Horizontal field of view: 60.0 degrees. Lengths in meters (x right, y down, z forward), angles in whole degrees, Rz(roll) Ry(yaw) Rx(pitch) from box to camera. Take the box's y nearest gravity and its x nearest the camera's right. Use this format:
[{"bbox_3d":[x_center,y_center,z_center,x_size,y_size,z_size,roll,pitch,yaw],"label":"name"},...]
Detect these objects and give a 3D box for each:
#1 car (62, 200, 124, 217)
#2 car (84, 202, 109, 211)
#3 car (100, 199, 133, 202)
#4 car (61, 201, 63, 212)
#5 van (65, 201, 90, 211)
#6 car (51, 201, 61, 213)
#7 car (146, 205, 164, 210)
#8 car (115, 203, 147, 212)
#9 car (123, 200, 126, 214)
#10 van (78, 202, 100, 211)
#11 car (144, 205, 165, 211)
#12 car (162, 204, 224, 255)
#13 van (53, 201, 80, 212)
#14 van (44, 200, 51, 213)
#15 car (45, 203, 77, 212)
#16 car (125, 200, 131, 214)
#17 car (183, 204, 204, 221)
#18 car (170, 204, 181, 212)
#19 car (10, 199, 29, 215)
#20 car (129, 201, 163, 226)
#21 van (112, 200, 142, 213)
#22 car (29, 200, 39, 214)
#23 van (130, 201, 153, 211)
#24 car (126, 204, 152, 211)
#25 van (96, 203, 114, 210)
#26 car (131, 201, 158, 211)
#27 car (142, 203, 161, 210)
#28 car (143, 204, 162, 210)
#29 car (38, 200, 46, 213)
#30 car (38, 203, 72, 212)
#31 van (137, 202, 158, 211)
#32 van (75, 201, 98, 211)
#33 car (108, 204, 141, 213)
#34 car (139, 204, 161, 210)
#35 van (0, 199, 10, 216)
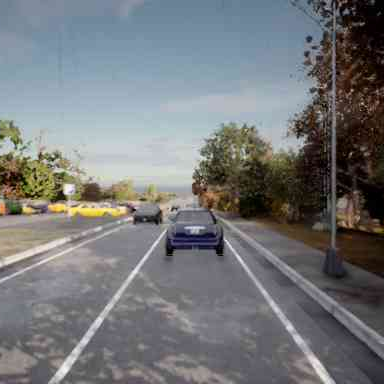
[{"bbox_3d":[-10.150,1.896,34.469,5.366,1.575,1.946,0,-2,0],"label":"car"},{"bbox_3d":[-23.364,3.517,81.619,5.566,2.045,2.435,0,-3,0],"label":"car"},{"bbox_3d":[-10.363,2.039,42.787,4.553,1.767,2.185,0,-2,0],"label":"car"},{"bbox_3d":[-23.401,2.580,53.949,5.008,1.535,2.097,0,-2,0],"label":"car"},{"bbox_3d":[-23.282,2.879,67.923,4.442,1.987,1.878,0,-2,0],"label":"van"},{"bbox_3d":[-23.376,2.356,51.310,4.553,1.767,2.185,0,-2,0],"label":"car"},{"bbox_3d":[-10.300,4.364,92.680,4.892,1.521,2.231,0,-3,0],"label":"car"},{"bbox_3d":[-10.330,2.682,56.649,5.008,1.535,2.097,0,-2,0],"label":"car"},{"bbox_3d":[-10.340,1.980,37.237,4.892,1.521,2.231,0,-2,0],"label":"car"},{"bbox_3d":[-23.511,3.252,76.209,4.442,1.987,1.878,0,-3,0],"label":"van"},{"bbox_3d":[-10.123,4.211,89.908,5.366,1.575,1.946,0,-3,0],"label":"car"},{"bbox_3d":[0.100,1.413,13.727,2.097,1.767,4.553,0,-1,0],"label":"car"},{"bbox_3d":[-23.519,2.671,62.388,4.442,1.987,1.878,0,-2,0],"label":"van"},{"bbox_3d":[-23.525,2.151,48.546,4.442,1.987,1.878,0,-2,0],"label":"van"},{"bbox_3d":[-23.397,2.794,59.611,4.892,1.521,2.231,0,-2,0],"label":"car"},{"bbox_3d":[-10.340,2.067,40.008,5.008,1.535,2.097,0,-2,0],"label":"car"},{"bbox_3d":[0.099,1.871,31.552,1.837,1.490,4.892,0,-1,0],"label":"car"},{"bbox_3d":[-3.259,3.161,66.346,2.033,1.411,5.357,0,-2,0],"label":"car"},{"bbox_3d":[-23.441,1.822,40.245,5.566,2.045,2.435,0,-2,0],"label":"car"},{"bbox_3d":[-3.348,1.722,25.984,1.882,1.535,5.008,0,-1,0],"label":"car"},{"bbox_3d":[-10.443,2.352,53.883,4.442,1.987,1.878,0,-2,0],"label":"van"},{"bbox_3d":[-23.226,2.168,43.003,5.366,1.575,1.946,0,-2,0],"label":"car"},{"bbox_3d":[-10.203,2.873,67.755,4.442,1.987,1.878,0,-2,0],"label":"van"},{"bbox_3d":[-10.323,3.035,64.971,4.674,1.452,2.002,0,-2,0],"label":"car"},{"bbox_3d":[-23.504,3.988,89.915,4.442,1.987,1.878,0,-3,0],"label":"van"},{"bbox_3d":[-10.345,3.071,73.288,5.566,2.045,2.435,0,-3,0],"label":"car"},{"bbox_3d":[-10.279,3.791,84.370,4.553,1.767,2.185,0,-3,0],"label":"car"},{"bbox_3d":[-10.278,3.940,87.142,4.553,1.767,2.185,0,-3,0],"label":"car"},{"bbox_3d":[-23.404,2.274,45.769,4.892,1.521,2.231,0,-2,0],"label":"car"},{"bbox_3d":[-23.399,2.689,56.843,5.008,1.535,2.097,0,-2,0],"label":"car"},{"bbox_3d":[-10.198,3.245,76.059,4.442,1.987,1.878,0,-3,0],"label":"van"},{"bbox_3d":[-23.280,3.097,73.310,4.442,1.987,1.878,0,-3,0],"label":"van"},{"bbox_3d":[-10.330,2.514,51.099,4.674,1.452,2.002,0,-2,0],"label":"car"},{"bbox_3d":[-10.307,3.768,81.591,5.008,1.535,2.097,0,-3,0],"label":"car"},{"bbox_3d":[-23.532,1.756,37.354,4.442,1.987,1.878,0,-2,0],"label":"van"}]
